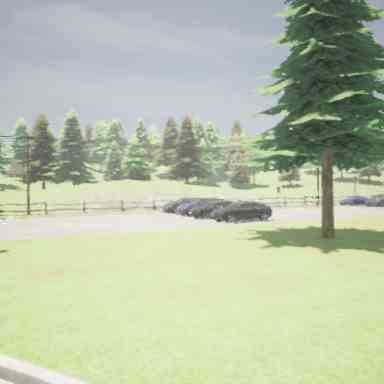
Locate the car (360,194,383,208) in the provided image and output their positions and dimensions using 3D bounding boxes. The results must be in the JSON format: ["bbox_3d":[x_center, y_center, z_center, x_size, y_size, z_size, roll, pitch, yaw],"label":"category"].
[{"bbox_3d":[23.981,0.995,41.924,4.553,1.767,2.097,-1,0,-26],"label":"car"}]

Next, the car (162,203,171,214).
[{"bbox_3d":[-0.734,1.300,33.802,4.553,1.767,2.097,-1,0,-26],"label":"car"}]

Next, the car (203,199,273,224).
[{"bbox_3d":[3.589,1.418,24.228,4.892,1.490,1.837,-1,0,-26],"label":"car"}]

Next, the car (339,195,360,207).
[{"bbox_3d":[21.959,1.188,44.834,4.674,1.442,1.812,-1,0,-26],"label":"car"}]

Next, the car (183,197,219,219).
[{"bbox_3d":[2.039,1.431,27.367,4.892,1.490,1.837,-1,0,-26],"label":"car"}]

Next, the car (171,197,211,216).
[{"bbox_3d":[0.809,1.287,30.661,4.553,1.767,2.097,-1,0,-26],"label":"car"}]
